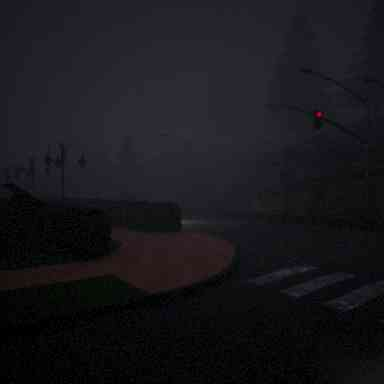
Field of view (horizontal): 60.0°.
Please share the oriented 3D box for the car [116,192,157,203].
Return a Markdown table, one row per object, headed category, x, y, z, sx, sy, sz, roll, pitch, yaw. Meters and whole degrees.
| category | x | y | z | sx | sy | sz | roll | pitch | yaw |
| --- | --- | --- | --- | --- | --- | --- | --- | --- | --- |
| car | -4.444 | 1.025 | 27.060 | 2.150 | 2.045 | 5.566 | 0 | 0 | -35 |
